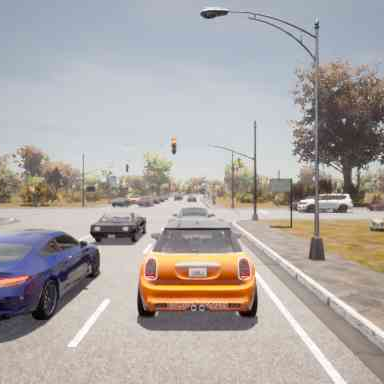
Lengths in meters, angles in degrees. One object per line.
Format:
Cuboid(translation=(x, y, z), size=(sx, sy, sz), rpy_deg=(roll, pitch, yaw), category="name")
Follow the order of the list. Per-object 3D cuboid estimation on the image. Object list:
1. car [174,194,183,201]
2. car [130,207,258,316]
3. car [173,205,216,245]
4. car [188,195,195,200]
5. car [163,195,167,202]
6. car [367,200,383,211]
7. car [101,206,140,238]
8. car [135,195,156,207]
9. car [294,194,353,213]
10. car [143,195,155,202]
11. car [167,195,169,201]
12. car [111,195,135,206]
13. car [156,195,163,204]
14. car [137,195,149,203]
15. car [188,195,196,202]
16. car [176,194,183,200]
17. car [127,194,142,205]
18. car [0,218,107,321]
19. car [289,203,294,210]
Cuboid(translation=(-3.540, 1.492, 84.617), size=(1.837, 1.490, 4.892), rpy_deg=(0, 0, 0), category="car")
Cuboid(translation=(0.096, 1.352, 7.647), size=(2.097, 1.767, 4.553), rpy_deg=(0, 0, 0), category="car")
Cuboid(translation=(0.091, 1.505, 16.605), size=(1.837, 1.490, 4.892), rpy_deg=(0, 0, 0), category="car")
Cuboid(translation=(-0.007, 1.595, 94.785), size=(1.895, 1.301, 4.718), rpy_deg=(0, 0, 1), category="car")
Cuboid(translation=(-7.038, 1.595, 72.402), size=(1.895, 1.301, 4.718), rpy_deg=(0, 0, 0), category="car")
Cuboid(translation=(22.954, 1.556, 39.160), size=(4.181, 1.385, 1.994), rpy_deg=(0, 0, 3), category="car")
Cuboid(translation=(-3.409, 1.601, 16.338), size=(1.895, 1.301, 4.718), rpy_deg=(0, 0, 0), category="car")
Cuboid(translation=(-7.119, 1.506, 51.197), size=(1.837, 1.490, 4.892), rpy_deg=(0, 0, 0), category="car")
Cuboid(translation=(14.447, 1.221, 36.110), size=(5.566, 2.045, 2.150), rpy_deg=(0, 0, 3), category="car")
Cuboid(translation=(-10.542, 1.525, 81.940), size=(2.128, 1.511, 4.902), rpy_deg=(0, 0, 0), category="car")
Cuboid(translation=(-7.038, 1.515, 86.515), size=(2.128, 1.511, 4.902), rpy_deg=(0, 0, 0), category="car")
Cuboid(translation=(-10.795, 1.547, 51.281), size=(2.033, 1.411, 5.357), rpy_deg=(0, 0, 4), category="car")
Cuboid(translation=(-7.092, 1.477, 62.181), size=(1.882, 1.535, 5.008), rpy_deg=(0, 0, 0), category="car")
Cuboid(translation=(-10.538, 1.478, 71.717), size=(1.882, 1.535, 5.008), rpy_deg=(0, 0, 0), category="car")
Cuboid(translation=(-0.040, 1.553, 77.856), size=(1.994, 1.385, 4.181), rpy_deg=(0, 0, 0), category="car")
Cuboid(translation=(-3.505, 1.374, 95.025), size=(1.812, 1.442, 4.674), rpy_deg=(0, 0, 1), category="car")
Cuboid(translation=(-10.595, 1.352, 61.458), size=(2.097, 1.767, 4.553), rpy_deg=(0, 0, 0), category="car")
Cuboid(translation=(-3.404, 1.526, 7.180), size=(1.812, 1.442, 4.674), rpy_deg=(0, 0, 0), category="car")
Cuboid(translation=(14.064, 1.505, 39.639), size=(4.892, 1.490, 1.837), rpy_deg=(0, 0, 3), category="car")
